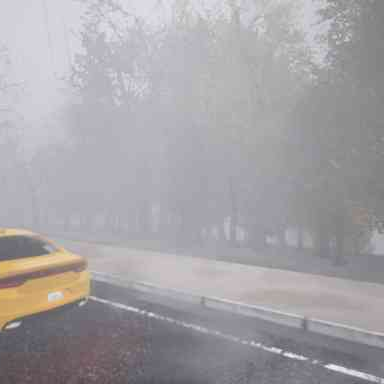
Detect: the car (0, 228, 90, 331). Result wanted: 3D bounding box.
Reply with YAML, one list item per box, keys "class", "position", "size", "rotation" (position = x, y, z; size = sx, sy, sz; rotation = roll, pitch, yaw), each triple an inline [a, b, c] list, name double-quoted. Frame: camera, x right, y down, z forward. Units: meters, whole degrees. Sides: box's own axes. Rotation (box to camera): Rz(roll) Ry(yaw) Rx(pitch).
- class: "car"
  position: [-4.153, 1.472, 6.622]
  size: [5.008, 1.535, 1.882]
  rotation: [0, 0, 35]
